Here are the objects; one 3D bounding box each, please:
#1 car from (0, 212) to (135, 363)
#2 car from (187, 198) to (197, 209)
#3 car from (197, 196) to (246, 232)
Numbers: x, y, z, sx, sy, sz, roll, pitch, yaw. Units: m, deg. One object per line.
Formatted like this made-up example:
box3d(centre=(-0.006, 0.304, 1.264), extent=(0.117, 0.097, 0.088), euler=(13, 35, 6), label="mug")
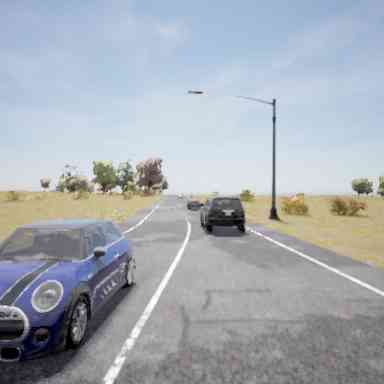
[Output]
box3d(centre=(-2.542, 1.341, 6.227), extent=(2.097, 1.767, 4.553), euler=(0, 0, 3), label="car")
box3d(centre=(0.274, 1.544, 45.641), extent=(2.128, 1.511, 4.902), euler=(0, 0, -3), label="car")
box3d(centre=(1.778, 1.257, 20.392), extent=(2.150, 2.045, 5.566), euler=(0, 0, -3), label="car")
